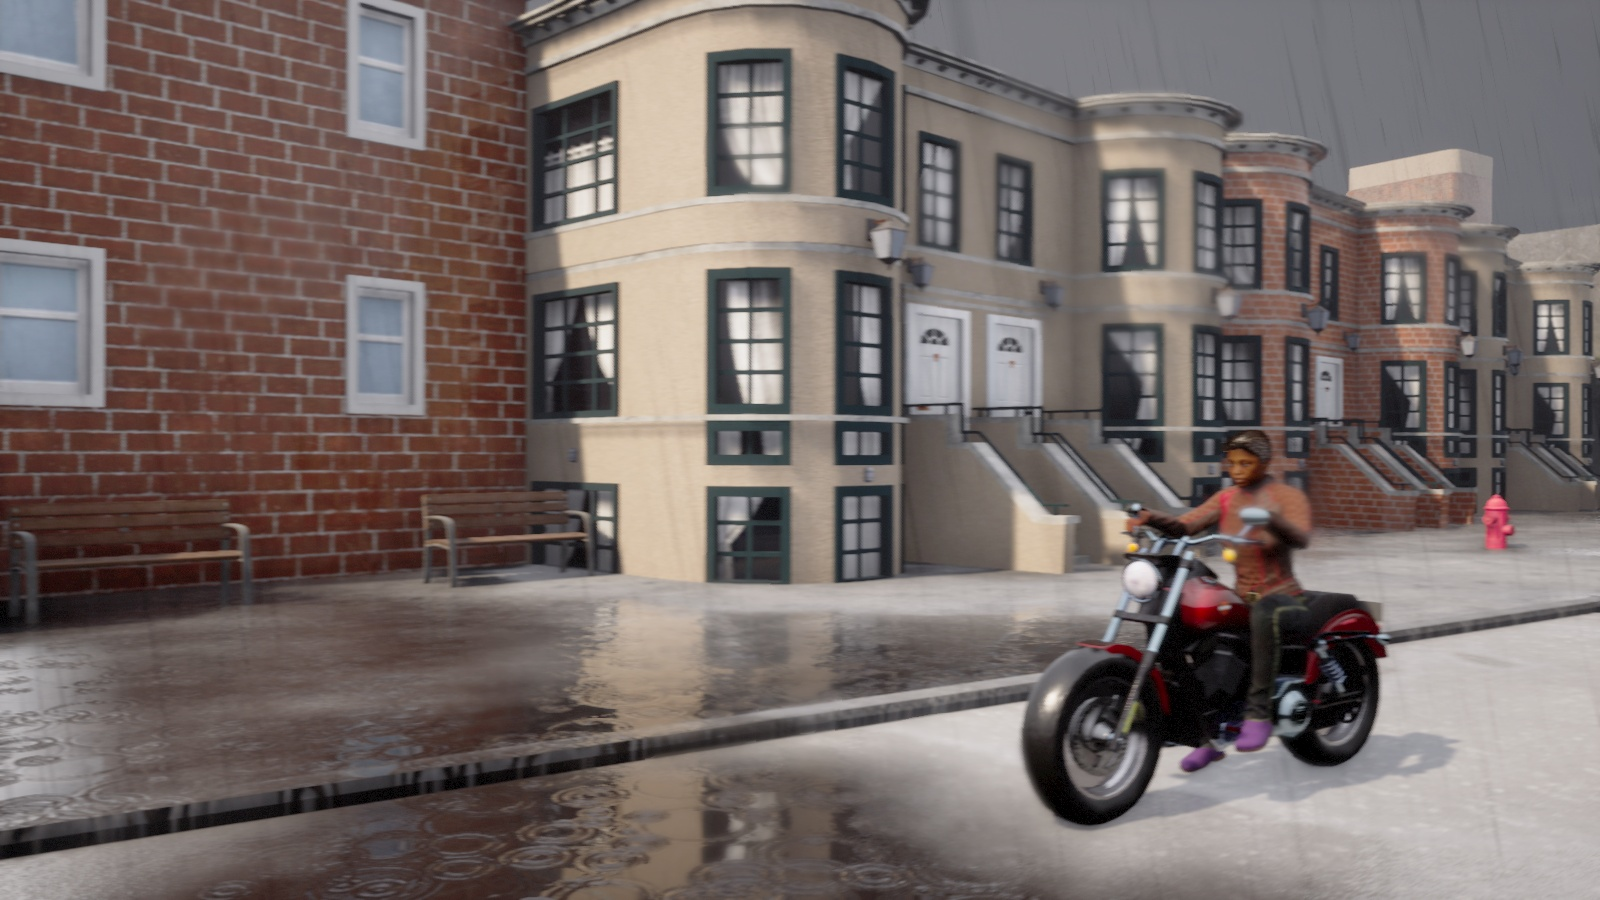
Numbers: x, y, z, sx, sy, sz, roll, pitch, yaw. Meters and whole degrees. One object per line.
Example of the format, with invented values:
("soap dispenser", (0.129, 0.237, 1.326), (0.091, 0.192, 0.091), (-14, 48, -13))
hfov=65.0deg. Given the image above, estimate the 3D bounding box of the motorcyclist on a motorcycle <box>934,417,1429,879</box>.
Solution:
("motorcyclist on a motorcycle", (1.735, 0.705, 5.476), (2.350, 1.649, 0.766), (0, 0, -35))
